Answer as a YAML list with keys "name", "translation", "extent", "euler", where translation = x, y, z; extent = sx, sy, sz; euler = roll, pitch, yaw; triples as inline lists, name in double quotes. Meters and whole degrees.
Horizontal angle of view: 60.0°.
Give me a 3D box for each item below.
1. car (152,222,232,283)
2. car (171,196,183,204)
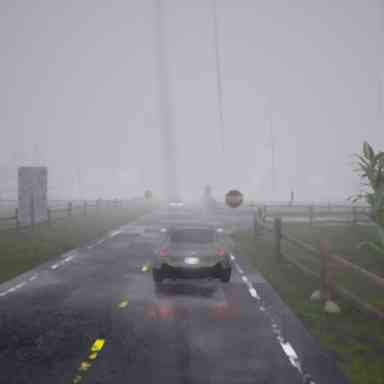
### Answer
- name: "car"
  translation: [-0.001, 1.560, 9.710]
  extent: [1.994, 1.385, 4.181]
  euler: [0, 0, 0]
- name: "car"
  translation: [-2.798, 1.501, 62.118]
  extent: [1.994, 1.385, 4.181]
  euler: [0, 0, 1]
